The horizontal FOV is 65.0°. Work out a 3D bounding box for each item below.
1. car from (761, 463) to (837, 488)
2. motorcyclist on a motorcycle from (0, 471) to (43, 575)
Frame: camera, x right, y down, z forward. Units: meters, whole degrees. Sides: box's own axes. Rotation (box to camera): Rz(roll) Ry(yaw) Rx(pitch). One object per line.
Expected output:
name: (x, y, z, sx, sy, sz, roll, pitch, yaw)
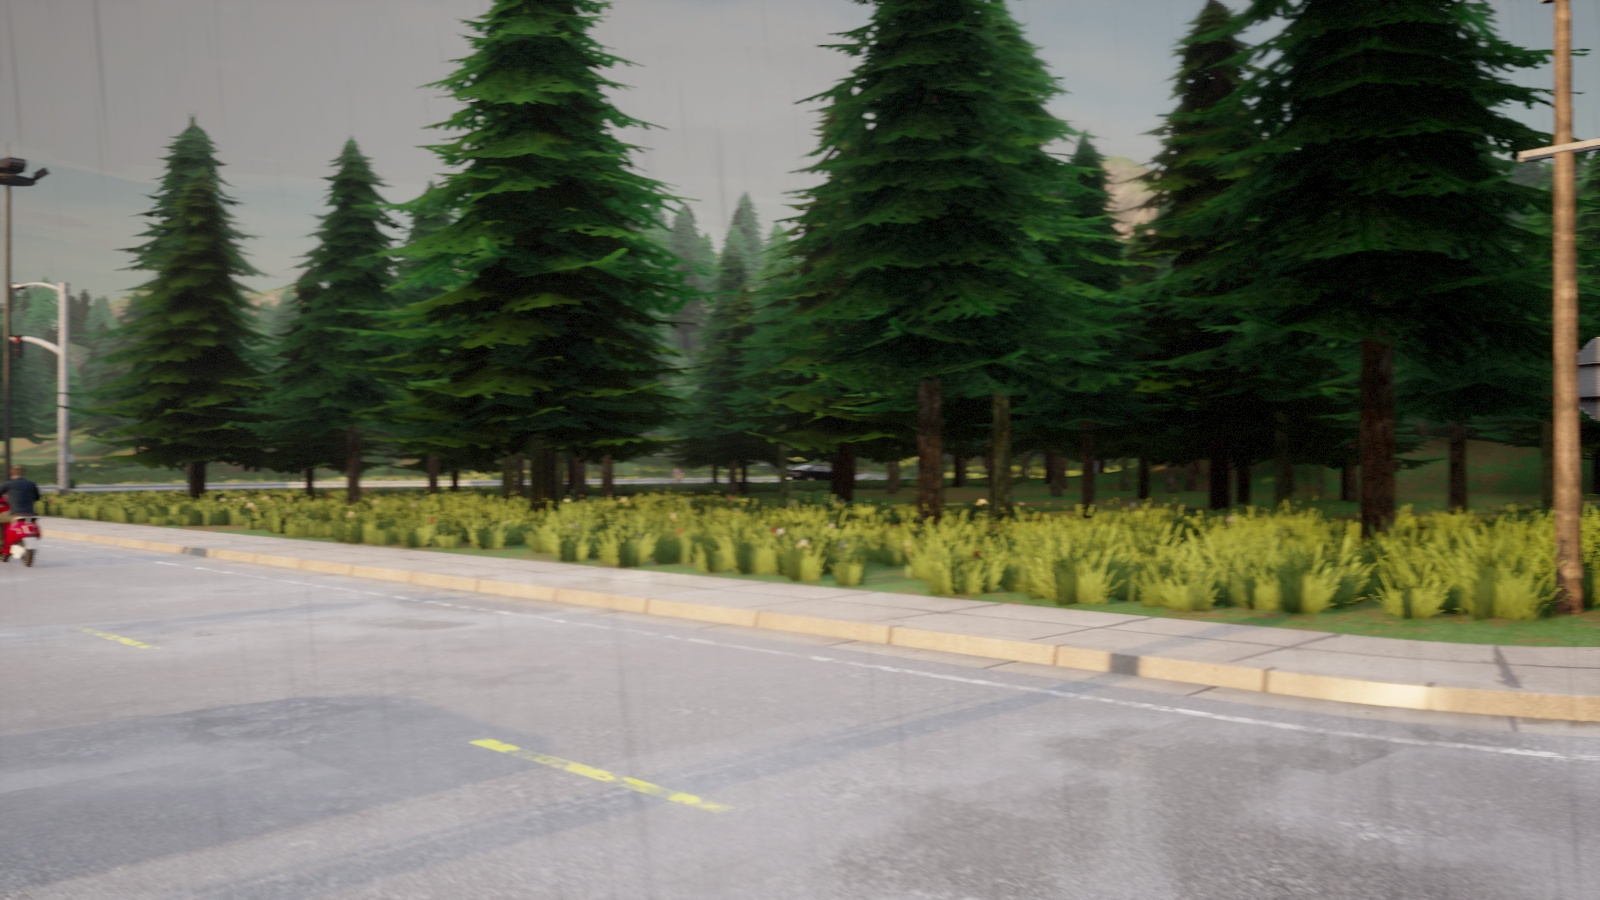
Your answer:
car: (-0.043, 1.620, 80.542, 1.882, 1.535, 5.008, -1, -1, 45)
motorcyclist on a motorcycle: (-12.819, 1.142, 19.987, 1.817, 1.590, 0.866, -1, -1, 44)
